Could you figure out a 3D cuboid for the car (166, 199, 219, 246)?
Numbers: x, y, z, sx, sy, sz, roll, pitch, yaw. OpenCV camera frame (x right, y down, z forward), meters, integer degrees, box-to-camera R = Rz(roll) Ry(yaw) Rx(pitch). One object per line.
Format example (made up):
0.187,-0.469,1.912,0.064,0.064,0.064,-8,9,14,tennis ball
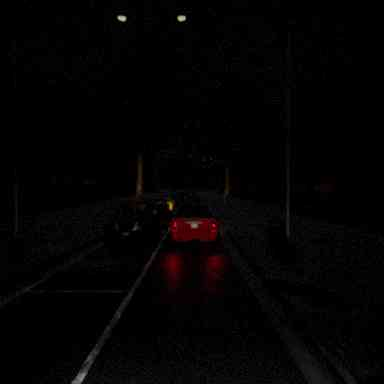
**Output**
0.095,1.391,15.654,2.097,1.767,4.553,0,0,0,car

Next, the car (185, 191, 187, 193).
-2.633,1.004,65.744,2.008,1.369,4.403,1,1,0,car

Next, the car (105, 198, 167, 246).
-2.648,1.354,15.835,2.192,1.841,5.009,-1,0,0,car

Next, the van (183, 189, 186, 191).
-2.629,0.671,71.283,1.690,1.788,3.998,1,1,0,van

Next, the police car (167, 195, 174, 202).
-3.010,1.380,29.916,1.930,1.638,5.238,0,1,0,police car

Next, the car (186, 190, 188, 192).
-2.630,0.759,76.832,1.947,1.339,4.313,1,1,0,car

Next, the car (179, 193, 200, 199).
0.095,1.290,31.841,2.097,1.767,4.553,0,1,0,car

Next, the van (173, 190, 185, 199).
-2.633,0.906,60.195,1.690,1.788,3.998,0,1,0,van

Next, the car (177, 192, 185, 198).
-2.628,0.629,82.370,1.802,1.307,4.206,1,2,0,car

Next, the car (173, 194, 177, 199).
-3.016,1.368,36.806,1.882,1.535,5.008,0,1,0,car
